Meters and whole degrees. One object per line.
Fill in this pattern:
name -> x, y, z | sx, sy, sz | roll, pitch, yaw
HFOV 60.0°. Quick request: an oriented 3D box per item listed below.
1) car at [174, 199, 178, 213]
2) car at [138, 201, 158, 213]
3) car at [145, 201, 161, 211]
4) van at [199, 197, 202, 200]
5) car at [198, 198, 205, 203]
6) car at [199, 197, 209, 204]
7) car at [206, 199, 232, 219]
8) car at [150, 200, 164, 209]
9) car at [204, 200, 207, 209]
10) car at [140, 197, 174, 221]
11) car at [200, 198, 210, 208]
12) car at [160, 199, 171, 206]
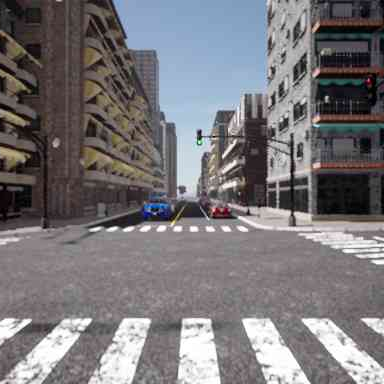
car -> -3.090, 1.878, 40.184 | 1.812, 1.442, 4.674 | 0, -1, 1
car -> -5.678, 1.931, 43.308 | 2.008, 1.369, 4.403 | 0, -1, 0
car -> -5.676, 2.011, 48.842 | 1.802, 1.307, 4.206 | 0, -1, 0
van -> 2.710, 1.921, 65.444 | 1.690, 1.788, 3.998 | 0, -1, 0
car -> 2.716, 2.381, 93.112 | 1.887, 1.381, 4.507 | 0, -1, 0
car -> 2.707, 2.111, 59.908 | 1.802, 1.307, 4.206 | 0, -1, 0
car -> 2.701, 1.722, 32.239 | 1.967, 1.590, 4.097 | 0, -1, 0
car -> -5.674, 2.045, 54.377 | 1.947, 1.339, 4.313 | 0, -1, 0
car -> 2.702, 1.882, 37.771 | 2.008, 1.369, 4.403 | 0, -1, 0
car -> -3.091, 1.488, 30.389 | 2.150, 2.045, 5.566 | 0, -1, 0
car -> 2.706, 2.061, 54.374 | 1.802, 1.307, 4.206 | 0, -1, 0
car -> -5.670, 2.176, 70.978 | 1.887, 1.381, 4.507 | 0, -1, 0
